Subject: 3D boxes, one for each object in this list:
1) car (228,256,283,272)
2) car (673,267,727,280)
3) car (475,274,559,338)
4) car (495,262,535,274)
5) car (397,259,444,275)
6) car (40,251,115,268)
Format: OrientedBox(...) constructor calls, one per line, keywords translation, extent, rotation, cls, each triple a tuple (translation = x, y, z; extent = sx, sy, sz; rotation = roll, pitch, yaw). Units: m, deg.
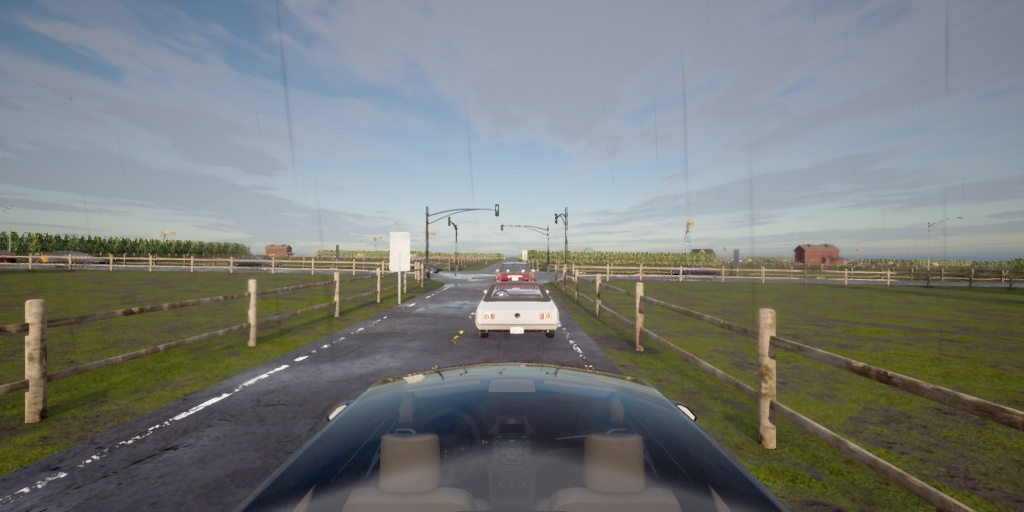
OrientedBox(translation=(-26.213, 0.791, 36.751), extent=(4.892, 1.490, 1.837), rotation=(1, 0, 0), cls="car")
OrientedBox(translation=(19.135, 1.738, 36.608), extent=(4.718, 1.301, 1.895), rotation=(1, 0, 0), cls="car")
OrientedBox(translation=(0.124, 1.352, 10.135), extent=(1.895, 1.301, 4.718), rotation=(0, 0, 0), cls="car")
OrientedBox(translation=(0.180, 1.104, 19.123), extent=(2.097, 1.767, 4.553), rotation=(0, 0, 1), cls="car")
OrientedBox(translation=(-9.454, 1.102, 36.699), extent=(4.892, 1.490, 1.837), rotation=(1, 0, 0), cls="car")
OrientedBox(translation=(-44.264, 0.510, 36.825), extent=(5.357, 1.411, 2.033), rotation=(1, 0, 0), cls="car")
